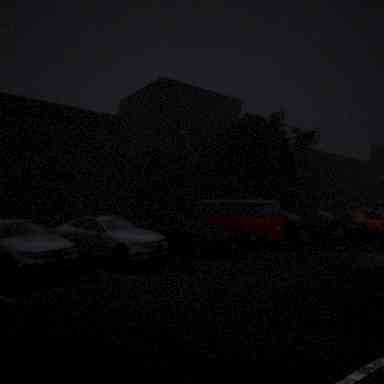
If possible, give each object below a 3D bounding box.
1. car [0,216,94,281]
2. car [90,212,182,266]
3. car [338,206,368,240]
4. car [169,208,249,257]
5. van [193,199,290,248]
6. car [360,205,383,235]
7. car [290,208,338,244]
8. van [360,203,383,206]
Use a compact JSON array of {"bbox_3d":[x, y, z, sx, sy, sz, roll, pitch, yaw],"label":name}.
[{"bbox_3d":[-5.299,1.517,9.817,4.674,1.452,2.002,-1,-1,35],"label":"car"},{"bbox_3d":[-2.905,1.528,11.521,4.674,1.452,2.002,-1,-1,35],"label":"car"},{"bbox_3d":[6.649,1.674,18.292,4.892,1.521,2.231,0,-2,35],"label":"car"},{"bbox_3d":[-0.495,1.535,13.195,4.792,1.488,2.163,-1,-1,35],"label":"car"},{"bbox_3d":[1.776,1.317,14.977,4.442,1.987,1.878,-1,-1,35],"label":"van"},{"bbox_3d":[8.886,1.766,20.072,5.366,1.575,1.946,0,-2,35],"label":"car"},{"bbox_3d":[4.259,1.597,16.604,5.008,1.535,2.097,-1,-2,35],"label":"car"},{"bbox_3d":[13.733,1.795,23.406,4.442,1.987,1.878,0,-2,35],"label":"van"}]
